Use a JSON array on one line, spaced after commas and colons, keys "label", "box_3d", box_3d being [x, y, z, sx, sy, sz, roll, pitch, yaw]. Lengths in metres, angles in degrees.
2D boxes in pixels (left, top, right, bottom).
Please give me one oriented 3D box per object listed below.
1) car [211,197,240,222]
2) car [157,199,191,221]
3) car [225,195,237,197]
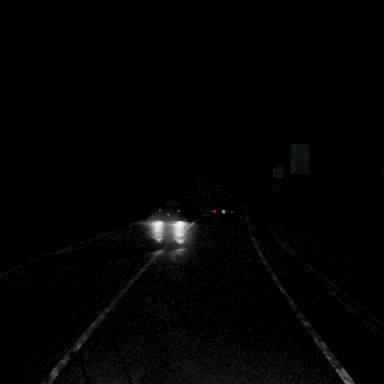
[{"label": "car", "box_3d": [2.425, 1.319, 24.200, 2.033, 1.411, 5.357, 1, 1, 8]}, {"label": "car", "box_3d": [-1.238, 1.241, 24.798, 1.812, 1.442, 4.674, 1, 1, 8]}, {"label": "car", "box_3d": [4.855, 1.079, 41.196, 1.882, 1.535, 5.008, 1, 1, 7]}]
